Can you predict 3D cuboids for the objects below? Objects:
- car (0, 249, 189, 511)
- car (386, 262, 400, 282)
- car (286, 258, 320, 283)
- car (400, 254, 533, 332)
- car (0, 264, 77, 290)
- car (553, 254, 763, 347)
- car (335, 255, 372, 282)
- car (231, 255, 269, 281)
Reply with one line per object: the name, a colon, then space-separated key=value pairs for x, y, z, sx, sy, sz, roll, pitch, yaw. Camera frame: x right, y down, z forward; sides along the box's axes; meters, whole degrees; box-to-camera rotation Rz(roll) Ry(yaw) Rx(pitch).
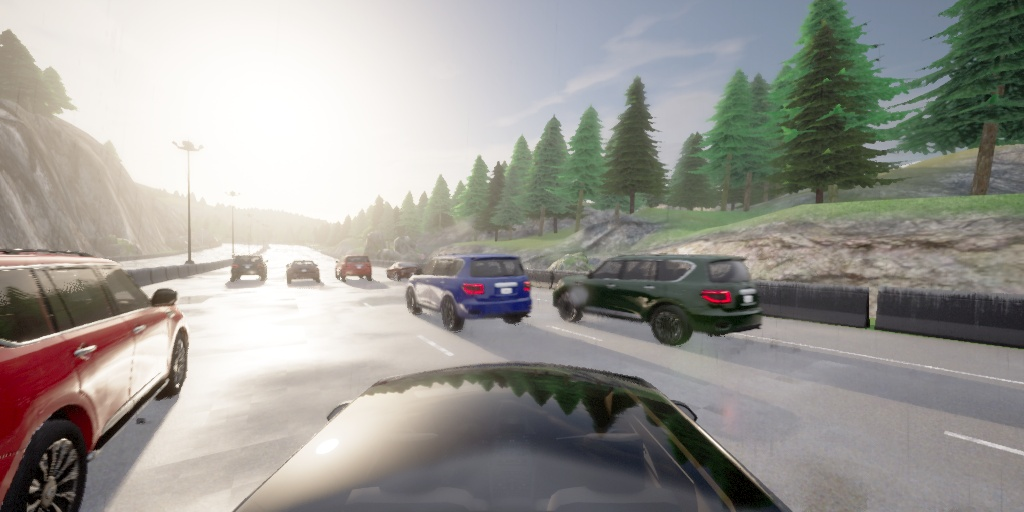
car: x=-4.699 y=0.962 z=3.073 sx=2.150 sy=2.045 sz=5.566 roll=0 pitch=0 yaw=-32
car: x=-8.784 y=1.189 z=29.092 sx=1.882 sy=1.535 sz=5.008 roll=0 pitch=0 yaw=-32
car: x=-15.994 y=1.051 z=27.390 sx=2.097 sy=1.767 sz=4.553 roll=0 pitch=0 yaw=-32
car: x=-1.581 y=0.960 z=11.221 sx=2.150 sy=2.045 sz=5.566 roll=0 pitch=0 yaw=-32
car: x=-29.565 y=1.244 z=22.304 sx=1.994 sy=1.385 sz=4.181 roll=0 pitch=0 yaw=-32
car: x=3.496 y=0.973 z=9.755 sx=2.150 sy=2.045 sz=5.566 roll=0 pitch=0 yaw=-33
car: x=-12.861 y=0.926 z=28.987 sx=2.150 sy=2.045 sz=5.566 roll=0 pitch=0 yaw=-33
car: x=-21.179 y=0.911 z=29.025 sx=2.150 sy=2.045 sz=5.566 roll=0 pitch=0 yaw=-32
